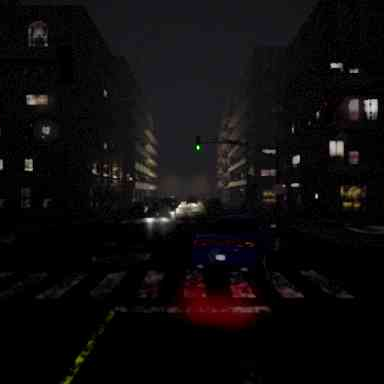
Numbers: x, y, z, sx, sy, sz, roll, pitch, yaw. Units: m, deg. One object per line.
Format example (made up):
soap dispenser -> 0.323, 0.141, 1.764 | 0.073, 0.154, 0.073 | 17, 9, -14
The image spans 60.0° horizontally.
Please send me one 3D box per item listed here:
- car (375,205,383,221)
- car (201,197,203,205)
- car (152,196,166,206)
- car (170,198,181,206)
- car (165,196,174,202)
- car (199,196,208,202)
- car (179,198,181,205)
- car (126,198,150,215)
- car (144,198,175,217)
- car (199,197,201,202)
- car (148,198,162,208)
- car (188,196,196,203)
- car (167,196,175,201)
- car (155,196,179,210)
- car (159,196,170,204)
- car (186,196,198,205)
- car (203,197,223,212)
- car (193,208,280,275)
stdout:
car -> 14.557, 1.061, 21.305 | 5.009, 1.841, 2.192 | -1, 1, 0
car -> 2.685, 1.561, 46.354 | 1.967, 1.590, 4.097 | 0, 0, 0
car -> -5.696, 1.594, 57.717 | 1.967, 1.590, 4.097 | 0, 0, 0
car -> -3.007, 1.767, 61.684 | 1.895, 1.301, 4.718 | 0, 0, 0
car -> -5.699, 1.794, 86.128 | 2.008, 1.369, 4.403 | 0, 0, 0
car -> 2.682, 1.776, 80.448 | 2.008, 1.369, 4.403 | 0, 0, 0
car -> -3.016, 1.736, 51.345 | 1.895, 1.301, 4.718 | 0, 0, 0
car -> -5.694, 1.655, 34.986 | 1.947, 1.339, 4.313 | 0, 0, 0
car -> -3.084, 1.630, 32.355 | 2.033, 1.411, 5.357 | 0, 0, 0
car -> 2.684, 1.736, 57.719 | 1.802, 1.307, 4.206 | 0, 0, 0
car -> -5.696, 1.662, 51.864 | 1.752, 1.417, 4.829 | 0, 0, 0
car -> -0.006, 1.681, 73.564 | 1.882, 1.535, 5.008 | 0, 0, 0
car -> -5.700, 1.812, 91.811 | 2.008, 1.369, 4.403 | 0, 0, 0
car -> -3.083, 1.460, 41.837 | 2.097, 1.767, 4.553 | 0, 0, 0
car -> -5.697, 1.628, 69.082 | 1.967, 1.590, 4.097 | 0, 0, 0
car -> -0.005, 1.524, 63.700 | 2.097, 1.767, 4.553 | 0, 0, 0
car -> 2.685, 1.545, 40.672 | 1.967, 1.590, 4.097 | 0, 0, 0
car -> 1.582, 1.467, 10.692 | 1.882, 1.535, 5.008 | -1, 0, 20
